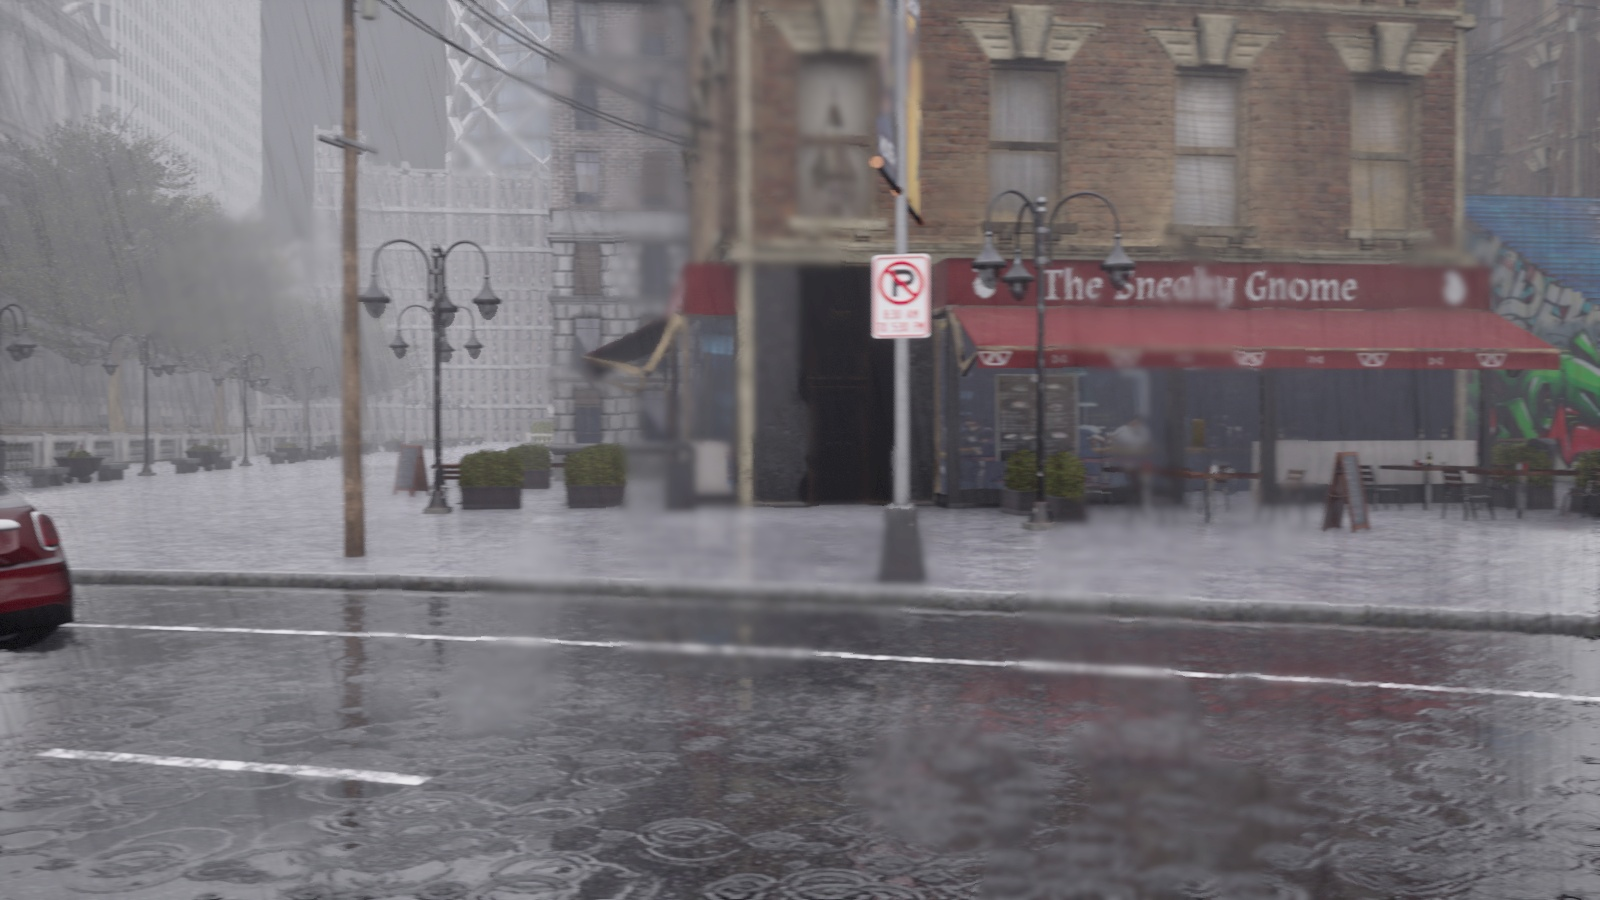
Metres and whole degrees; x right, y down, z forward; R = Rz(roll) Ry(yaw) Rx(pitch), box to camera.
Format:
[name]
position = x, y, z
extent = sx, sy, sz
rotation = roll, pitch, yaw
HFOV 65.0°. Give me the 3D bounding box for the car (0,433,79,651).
[car]
position = -7.350, 0.621, 8.593
extent = 3.806, 1.475, 1.970
rotation = 0, 1, 10
